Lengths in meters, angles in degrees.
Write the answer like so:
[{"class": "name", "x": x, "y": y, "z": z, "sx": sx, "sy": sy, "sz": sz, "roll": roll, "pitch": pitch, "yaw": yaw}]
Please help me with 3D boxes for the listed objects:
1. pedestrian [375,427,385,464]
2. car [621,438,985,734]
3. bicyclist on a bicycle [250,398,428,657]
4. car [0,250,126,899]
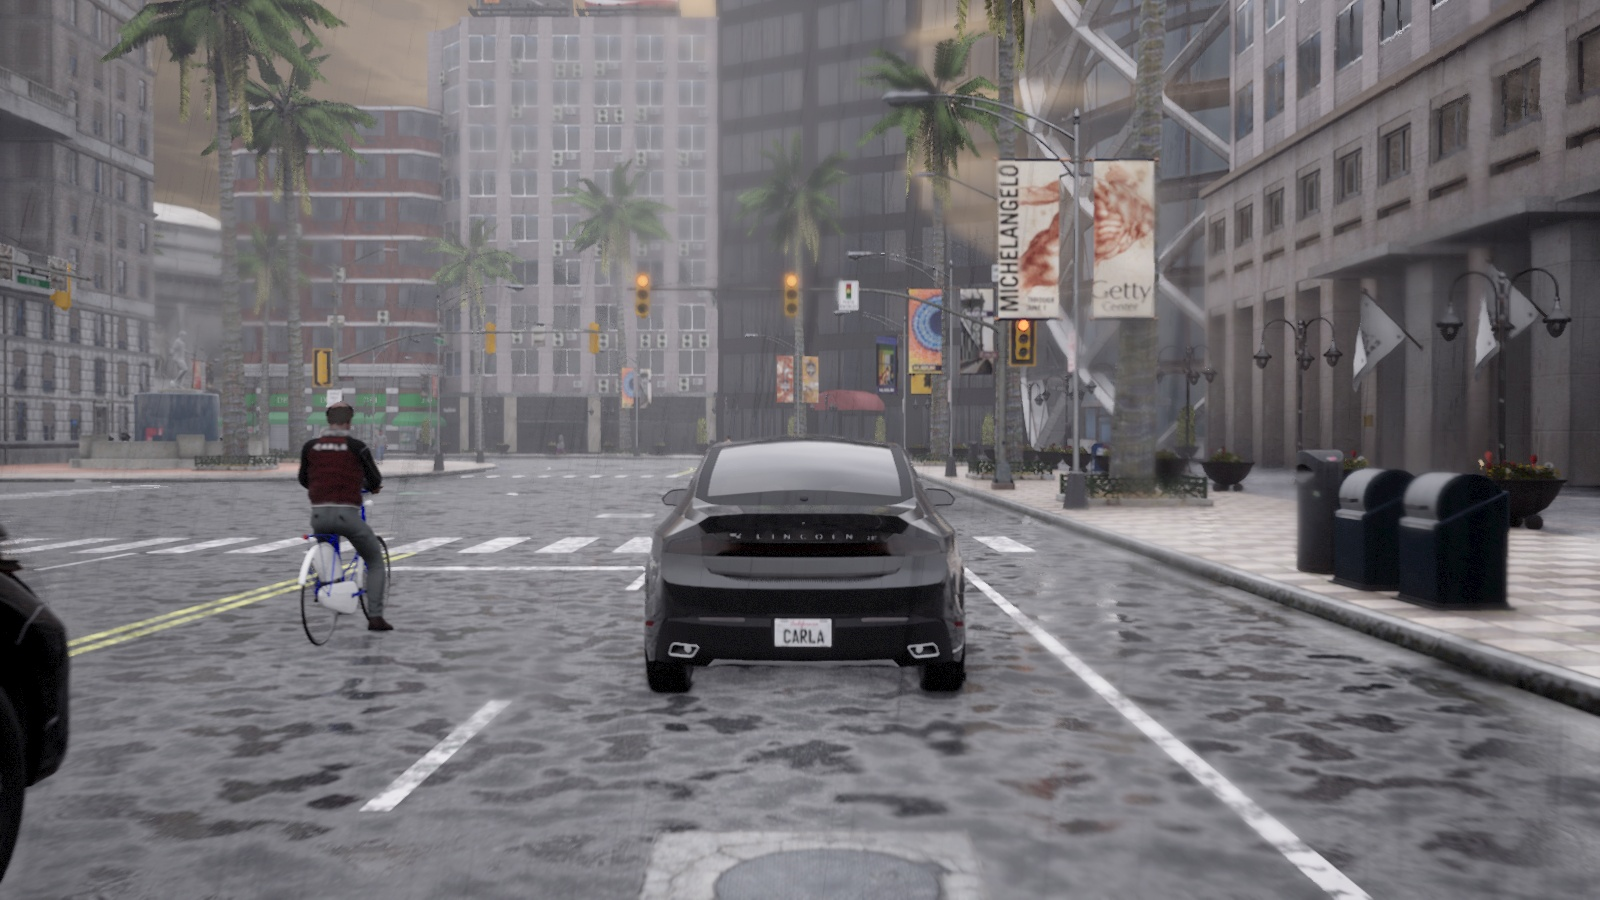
[{"class": "pedestrian", "x": -21.047, "y": -0.235, "z": 62.969, "sx": 0.354, "sy": 1.836, "sz": 0.706, "roll": 0, "pitch": 1, "yaw": -8}, {"class": "car", "x": 0.051, "y": 0.664, "z": 8.795, "sx": 1.837, "sy": 1.490, "sz": 4.892, "roll": 0, "pitch": 1, "yaw": 1}, {"class": "bicyclist on a bicycle", "x": -3.428, "y": 0.520, "z": 9.518, "sx": 0.659, "sy": 1.776, "sz": 1.843, "roll": 0, "pitch": 1, "yaw": 0}, {"class": "car", "x": -3.477, "y": 0.446, "z": 1.654, "sx": 2.150, "sy": 2.045, "sz": 5.566, "roll": 0, "pitch": 1, "yaw": 0}]
